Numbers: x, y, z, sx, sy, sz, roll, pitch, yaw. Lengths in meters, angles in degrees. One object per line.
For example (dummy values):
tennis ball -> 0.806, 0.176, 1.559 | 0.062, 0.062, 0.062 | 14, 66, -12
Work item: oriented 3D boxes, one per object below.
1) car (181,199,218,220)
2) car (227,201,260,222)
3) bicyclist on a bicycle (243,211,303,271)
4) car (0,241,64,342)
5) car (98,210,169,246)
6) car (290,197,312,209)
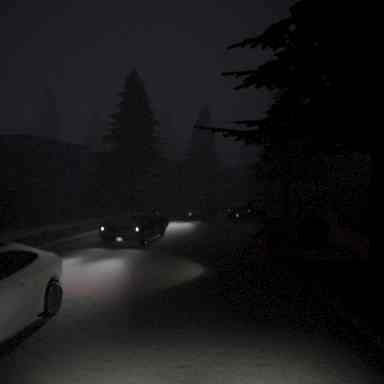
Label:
car -> 0.720, 1.368, 26.842 | 2.128, 1.511, 4.902 | 0, 0, 21
car -> 3.940, 1.410, 25.098 | 1.812, 1.442, 4.674 | 0, 0, 20
bicyclist on a bicycle -> 2.165, 1.336, 9.167 | 1.656, 1.620, 0.582 | -6, -1, 4
car -> -3.406, 1.505, 4.681 | 1.812, 1.442, 4.674 | 0, 0, 2
car -> -2.482, 1.532, 15.220 | 1.895, 1.301, 4.718 | 0, 0, 10
car -> 13.205, 1.355, 41.381 | 2.033, 1.411, 5.357 | 0, 0, 38
